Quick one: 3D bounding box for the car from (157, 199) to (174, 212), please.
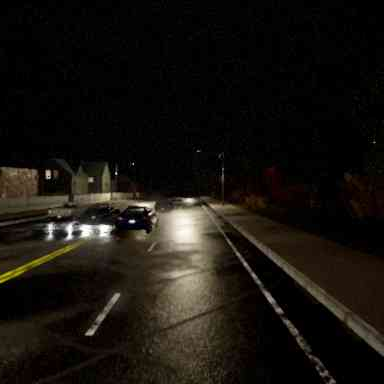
[{"bbox_3d":[-3.102,1.484,37.673,1.895,1.301,4.718,0,0,0],"label":"car"}]

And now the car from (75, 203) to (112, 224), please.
[{"bbox_3d":[-6.533,1.495,24.053,1.994,1.385,4.181,0,0,0],"label":"car"}]

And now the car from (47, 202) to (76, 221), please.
[{"bbox_3d":[-9.762,1.523,26.709,1.895,1.301,4.718,0,0,1],"label":"car"}]

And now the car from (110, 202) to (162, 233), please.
[{"bbox_3d":[-3.124,1.509,19.344,1.994,1.385,4.181,0,0,0],"label":"car"}]
